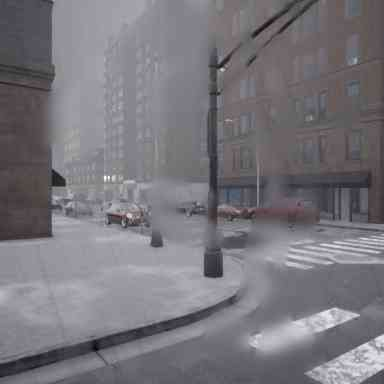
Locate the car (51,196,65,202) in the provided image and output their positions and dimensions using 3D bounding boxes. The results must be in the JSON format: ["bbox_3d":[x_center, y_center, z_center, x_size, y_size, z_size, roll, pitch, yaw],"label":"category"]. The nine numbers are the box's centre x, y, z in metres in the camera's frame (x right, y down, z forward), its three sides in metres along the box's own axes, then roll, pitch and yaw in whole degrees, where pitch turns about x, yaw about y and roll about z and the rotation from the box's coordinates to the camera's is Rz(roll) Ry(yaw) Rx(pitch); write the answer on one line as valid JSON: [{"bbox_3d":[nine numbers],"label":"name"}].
[{"bbox_3d":[-28.973,1.477,71.838,2.008,1.369,4.403,0,0,-35],"label":"car"}]

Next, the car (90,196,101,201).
[{"bbox_3d":[-16.004,1.457,53.915,1.837,1.490,4.892,0,0,-35],"label":"car"}]

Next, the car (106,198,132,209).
[{"bbox_3d":[-9.894,1.532,44.738,1.947,1.339,4.313,0,0,-35],"label":"car"}]

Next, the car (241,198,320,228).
[{"bbox_3d":[6.005,1.309,22.155,2.192,1.841,5.009,0,0,-35],"label":"car"}]

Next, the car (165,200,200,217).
[{"bbox_3d":[-0.355,1.550,31.188,1.947,1.339,4.313,0,0,-35],"label":"car"}]

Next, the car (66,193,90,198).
[{"bbox_3d":[-18.214,1.176,51.761,2.150,2.045,5.566,0,0,-35],"label":"car"}]

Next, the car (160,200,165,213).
[{"bbox_3d":[-3.535,1.529,35.706,2.008,1.369,4.403,0,0,-35],"label":"car"}]

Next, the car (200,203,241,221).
[{"bbox_3d":[2.825,1.571,26.672,1.802,1.307,4.206,0,0,-35],"label":"car"}]

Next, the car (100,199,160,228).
[{"bbox_3d":[-4.132,1.430,21.742,1.967,1.590,4.097,0,0,-35],"label":"car"}]

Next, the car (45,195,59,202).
[{"bbox_3d":[-32.153,1.471,76.354,2.008,1.369,4.403,0,0,-35],"label":"car"}]

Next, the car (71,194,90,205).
[{"bbox_3d":[-20.044,1.298,59.596,2.097,1.767,4.553,0,0,-35],"label":"car"}]

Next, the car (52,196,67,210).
[{"bbox_3d":[-16.855,1.511,39.814,1.887,1.381,4.507,0,0,-35],"label":"car"}]

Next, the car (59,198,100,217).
[{"bbox_3d":[-10.493,1.529,30.779,2.008,1.369,4.403,0,0,-35],"label":"car"}]
